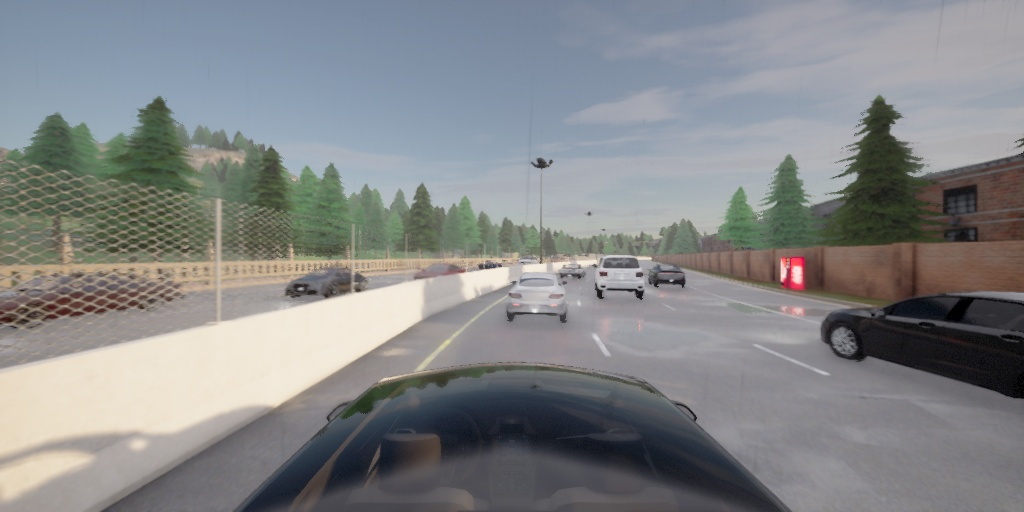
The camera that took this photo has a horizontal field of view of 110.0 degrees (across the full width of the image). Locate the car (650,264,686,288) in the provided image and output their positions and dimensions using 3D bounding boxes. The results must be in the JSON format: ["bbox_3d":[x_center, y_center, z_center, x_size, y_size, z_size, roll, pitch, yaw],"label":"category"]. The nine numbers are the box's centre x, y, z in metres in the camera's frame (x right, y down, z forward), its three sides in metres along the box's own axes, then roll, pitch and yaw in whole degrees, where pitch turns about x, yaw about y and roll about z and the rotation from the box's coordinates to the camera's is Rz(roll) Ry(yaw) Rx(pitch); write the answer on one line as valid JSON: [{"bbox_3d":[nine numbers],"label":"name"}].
[{"bbox_3d":[10.359,1.289,24.213,2.128,1.511,4.902,0,0,15],"label":"car"}]

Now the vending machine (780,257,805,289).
[{"bbox_3d":[16.676,1.020,21.346,1.100,2.100,0.880,0,0,15],"label":"vending machine"}]

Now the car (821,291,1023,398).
[{"bbox_3d":[7.324,1.287,5.497,1.837,1.490,4.892,0,0,2],"label":"car"}]

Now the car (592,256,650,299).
[{"bbox_3d":[5.463,0.997,18.721,2.150,2.045,5.566,0,0,12],"label":"car"}]

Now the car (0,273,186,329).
[{"bbox_3d":[-13.514,1.239,11.249,2.033,1.411,5.357,0,0,6],"label":"car"}]

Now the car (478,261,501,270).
[{"bbox_3d":[-3.194,1.341,51.457,1.895,1.301,4.718,0,0,19],"label":"car"}]

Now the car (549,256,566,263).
[{"bbox_3d":[8.062,1.026,63.061,2.150,2.045,5.566,0,0,19],"label":"car"}]

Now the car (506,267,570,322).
[{"bbox_3d":[0.914,1.281,12.320,1.812,1.442,4.674,0,0,7],"label":"car"}]

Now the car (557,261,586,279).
[{"bbox_3d":[5.601,1.378,32.730,1.895,1.301,4.718,0,0,18],"label":"car"}]

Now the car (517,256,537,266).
[{"bbox_3d":[2.469,0.986,57.381,2.150,2.045,5.566,0,0,19],"label":"car"}]

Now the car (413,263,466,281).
[{"bbox_3d":[-4.533,1.209,23.003,1.882,1.535,5.008,0,0,13],"label":"car"}]

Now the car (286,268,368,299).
[{"bbox_3d":[-9.044,1.275,17.906,1.994,1.385,4.181,0,0,10],"label":"car"}]
